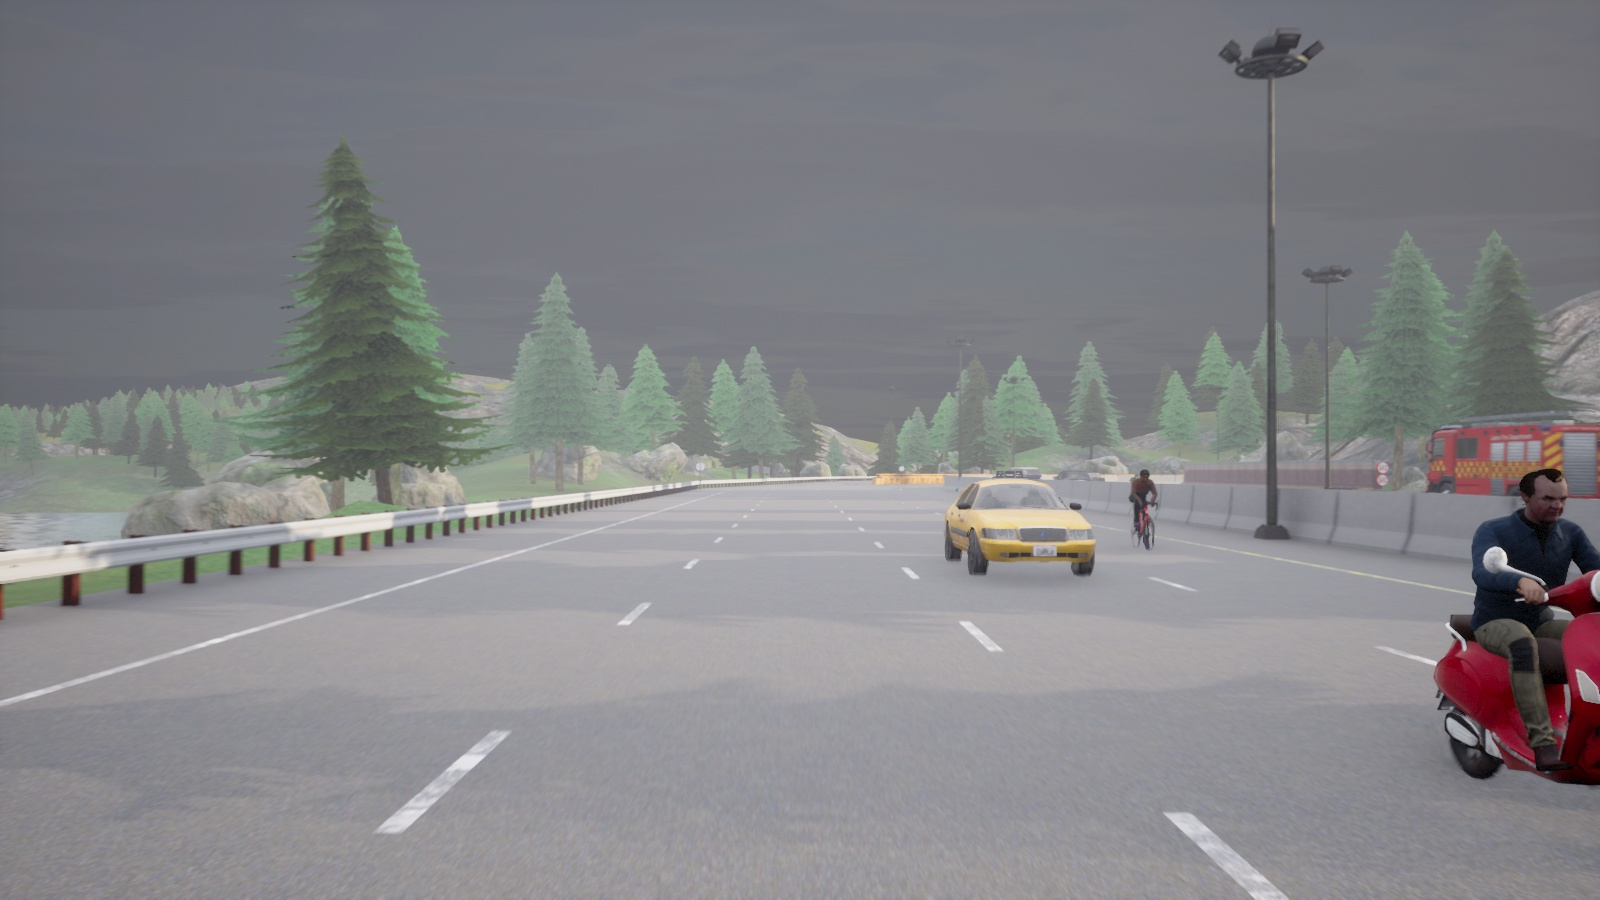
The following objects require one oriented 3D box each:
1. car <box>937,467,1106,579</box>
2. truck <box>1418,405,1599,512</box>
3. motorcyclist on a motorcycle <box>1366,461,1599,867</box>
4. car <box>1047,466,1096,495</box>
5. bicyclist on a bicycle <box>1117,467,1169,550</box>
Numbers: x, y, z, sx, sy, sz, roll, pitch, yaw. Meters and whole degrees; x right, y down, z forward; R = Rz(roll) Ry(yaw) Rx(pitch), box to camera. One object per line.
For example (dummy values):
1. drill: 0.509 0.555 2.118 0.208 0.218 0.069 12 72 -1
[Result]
1. car: 3.451 1.083 20.563 1.801 1.575 5.366 0 -1 0
2. truck: 27.872 0.362 49.365 2.891 3.827 8.468 0 -1 0
3. motorcyclist on a motorcycle: 3.486 0.852 5.844 0.866 1.590 1.817 0 -1 0
4. car: 17.221 1.937 79.906 2.097 1.767 4.553 0 -1 0
5. bicyclist on a bicycle: 6.940 1.164 25.444 0.582 1.620 1.656 0 -1 0
